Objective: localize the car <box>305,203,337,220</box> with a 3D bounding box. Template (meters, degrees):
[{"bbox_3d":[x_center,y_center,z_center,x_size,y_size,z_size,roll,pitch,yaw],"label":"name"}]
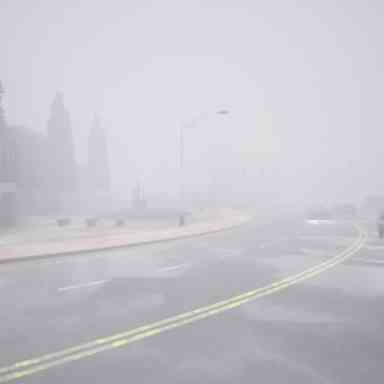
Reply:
[{"bbox_3d":[12.090,1.902,31.903,1.994,1.385,4.181,0,-1,10],"label":"car"}]

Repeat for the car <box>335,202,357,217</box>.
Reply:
[{"bbox_3d":[16.147,1.858,36.125,2.128,1.511,4.902,0,-1,5],"label":"car"}]

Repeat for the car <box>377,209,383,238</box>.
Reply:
[{"bbox_3d":[11.361,1.773,18.459,1.895,1.301,4.718,-1,-1,28],"label":"car"}]
